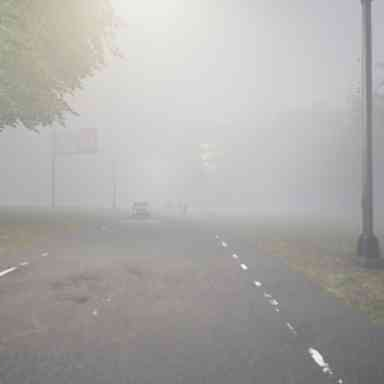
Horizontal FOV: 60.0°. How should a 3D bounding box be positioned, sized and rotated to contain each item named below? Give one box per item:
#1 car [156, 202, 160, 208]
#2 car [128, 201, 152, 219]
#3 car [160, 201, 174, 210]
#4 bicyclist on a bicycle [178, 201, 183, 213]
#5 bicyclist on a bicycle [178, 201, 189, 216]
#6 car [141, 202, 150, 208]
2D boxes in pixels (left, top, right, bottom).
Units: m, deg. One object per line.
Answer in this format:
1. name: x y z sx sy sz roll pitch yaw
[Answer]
1. car: -7.003 2.952 74.817 2.033 1.411 5.357 0 -2 -11
2. car: -5.004 1.708 32.686 2.097 1.767 4.553 0 -1 -5
3. car: -4.101 2.336 57.443 1.837 1.490 4.892 0 -1 -8
4. bicyclist on a bicycle: -1.583 2.009 44.775 0.582 1.620 1.656 0 -1 -6
5. bicyclist on a bicycle: -0.749 1.857 36.559 0.866 1.612 1.509 0 -1 -5
6. car: -10.383 2.941 73.849 1.895 1.301 4.718 0 -2 -10
